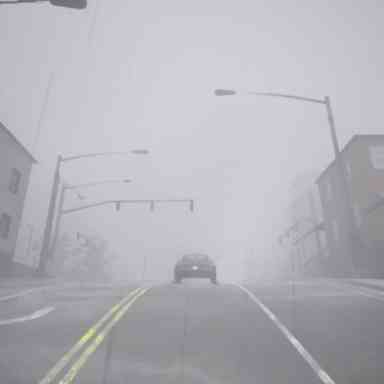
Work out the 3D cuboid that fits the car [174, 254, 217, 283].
[{"bbox_3d":[0.202,3.845,16.769,1.994,1.385,4.181,0,-14,2],"label":"car"}]
